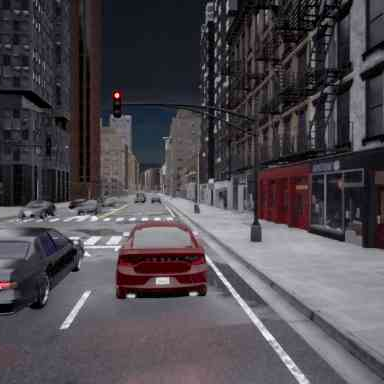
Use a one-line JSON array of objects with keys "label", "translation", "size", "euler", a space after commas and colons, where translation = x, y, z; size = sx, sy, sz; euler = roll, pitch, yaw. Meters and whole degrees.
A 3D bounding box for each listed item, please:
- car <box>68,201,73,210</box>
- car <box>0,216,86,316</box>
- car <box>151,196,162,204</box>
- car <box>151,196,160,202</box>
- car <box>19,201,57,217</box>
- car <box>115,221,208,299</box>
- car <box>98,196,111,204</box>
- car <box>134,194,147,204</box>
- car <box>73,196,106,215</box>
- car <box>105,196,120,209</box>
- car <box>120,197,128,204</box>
[{"label": "car", "translation": [-14.610, 1.563, 43.440], "size": [2.033, 1.411, 5.357], "euler": [0, 0, -6]}, {"label": "car", "translation": [-3.895, 1.547, 7.691], "size": [2.033, 1.411, 5.357], "euler": [0, 0, -6]}, {"label": "car", "translation": [-7.014, 1.532, 65.159], "size": [1.837, 1.490, 4.892], "euler": [0, 0, -6]}, {"label": "car", "translation": [-8.259, 1.571, 75.463], "size": [2.033, 1.411, 5.357], "euler": [0, 0, -6]}, {"label": "car", "translation": [-12.906, 1.498, 28.096], "size": [2.128, 1.511, 4.902], "euler": [0, 0, -6]}, {"label": "car", "translation": [-0.788, 1.477, 8.556], "size": [1.882, 1.535, 5.008], "euler": [0, 0, -6]}, {"label": "car", "translation": [-16.821, 1.552, 64.000], "size": [1.812, 1.442, 4.674], "euler": [0, 0, -6]}, {"label": "car", "translation": [-10.371, 1.628, 65.939], "size": [1.895, 1.301, 4.718], "euler": [0, 0, -6]}, {"label": "car", "translation": [-10.242, 1.513, 33.558], "size": [1.837, 1.490, 4.892], "euler": [0, 1, -6]}, {"label": "car", "translation": [-11.659, 1.520, 46.339], "size": [1.837, 1.490, 4.892], "euler": [0, 1, -6]}, {"label": "car", "translation": [-13.607, 1.628, 64.526], "size": [1.895, 1.301, 4.718], "euler": [0, 0, -6]}]
